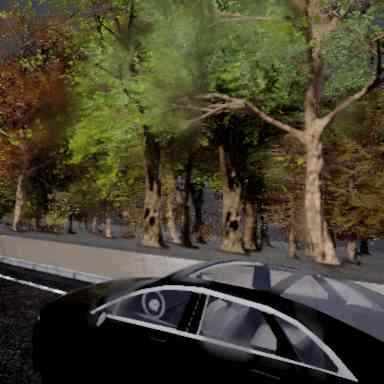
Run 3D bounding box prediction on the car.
[{"bbox_3d":[0.244,1.515,3.510,4.902,1.511,2.128,-1,0,35],"label":"car"}]
